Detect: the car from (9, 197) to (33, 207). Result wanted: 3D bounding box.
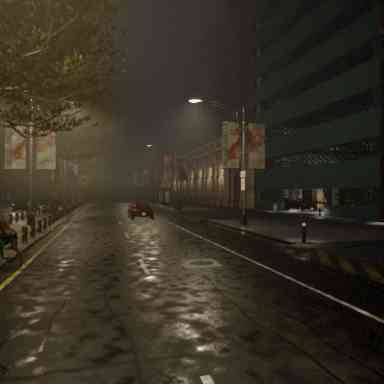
[{"bbox_3d":[-26.413,1.544,51.561,2.033,1.411,5.357,0,0,-14],"label":"car"}]

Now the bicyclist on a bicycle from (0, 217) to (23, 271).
[{"bbox_3d":[-5.506,1.348,9.289,1.656,1.620,0.582,13,-3,-13],"label":"bicyclist on a bicycle"}]

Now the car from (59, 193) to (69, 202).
[{"bbox_3d":[-27.279,1.474,68.735,1.882,1.535,5.008,0,0,-15],"label":"car"}]

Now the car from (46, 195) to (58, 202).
[{"bbox_3d":[-34.298,1.519,81.400,2.128,1.511,4.902,0,0,-15],"label":"car"}]

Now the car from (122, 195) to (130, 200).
[{"bbox_3d":[-18.444,1.589,92.738,1.895,1.301,4.718,0,0,-15],"label":"car"}]

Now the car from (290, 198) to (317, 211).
[{"bbox_3d":[12.612,1.410,38.948,2.161,1.482,4.786,0,0,-15],"label":"car"}]

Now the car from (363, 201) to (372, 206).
[{"bbox_3d":[23.922,1.459,41.564,1.895,1.301,4.718,0,0,-15],"label":"car"}]

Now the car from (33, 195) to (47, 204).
[{"bbox_3d":[-30.284,1.474,66.428,1.882,1.535,5.008,0,0,-15],"label":"car"}]

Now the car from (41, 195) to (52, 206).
[{"bbox_3d":[-23.363,1.502,53.819,1.837,1.490,4.892,0,0,-15],"label":"car"}]

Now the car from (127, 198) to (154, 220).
[{"bbox_3d":[-4.349,1.524,27.995,1.812,1.442,4.674,0,0,-15],"label":"car"}]

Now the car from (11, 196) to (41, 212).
[{"bbox_3d":[-19.227,1.349,38.321,2.097,1.767,4.553,0,0,-15],"label":"car"}]
